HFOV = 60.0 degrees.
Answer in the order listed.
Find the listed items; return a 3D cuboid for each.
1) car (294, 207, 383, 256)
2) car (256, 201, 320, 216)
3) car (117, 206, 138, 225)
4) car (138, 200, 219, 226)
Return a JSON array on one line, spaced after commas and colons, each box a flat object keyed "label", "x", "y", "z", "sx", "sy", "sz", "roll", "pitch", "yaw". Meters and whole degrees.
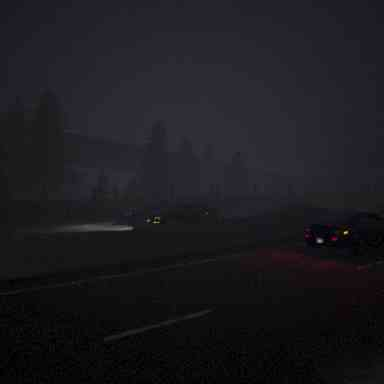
[{"label": "car", "x": 6.137, "y": 1.386, "z": 12.429, "sx": 4.674, "sy": 1.442, "sz": 1.812, "roll": -1, "pitch": 1, "yaw": -36}, {"label": "car", "x": 6.493, "y": 1.312, "z": 21.529, "sx": 5.357, "sy": 1.411, "sz": 2.033, "roll": -1, "pitch": 1, "yaw": -36}, {"label": "car", "x": -2.798, "y": 1.351, "z": 23.497, "sx": 5.008, "sy": 1.535, "sz": 1.882, "roll": -1, "pitch": 1, "yaw": -36}, {"label": "car", "x": -0.567, "y": 1.374, "z": 20.789, "sx": 4.892, "sy": 1.490, "sz": 1.837, "roll": -1, "pitch": 1, "yaw": -35}]
